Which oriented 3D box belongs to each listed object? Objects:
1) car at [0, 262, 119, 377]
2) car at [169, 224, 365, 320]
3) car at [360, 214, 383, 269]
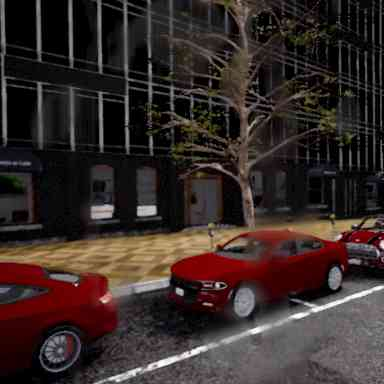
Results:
[{"bbox_3d":[-2.986,1.582,3.981,4.206,1.307,1.802,0,-1,-35],"label":"car"},{"bbox_3d":[1.611,1.538,7.265,4.507,1.381,1.887,0,-1,-35],"label":"car"},{"bbox_3d":[6.209,1.427,10.544,4.097,1.590,1.967,0,-1,-35],"label":"car"}]
